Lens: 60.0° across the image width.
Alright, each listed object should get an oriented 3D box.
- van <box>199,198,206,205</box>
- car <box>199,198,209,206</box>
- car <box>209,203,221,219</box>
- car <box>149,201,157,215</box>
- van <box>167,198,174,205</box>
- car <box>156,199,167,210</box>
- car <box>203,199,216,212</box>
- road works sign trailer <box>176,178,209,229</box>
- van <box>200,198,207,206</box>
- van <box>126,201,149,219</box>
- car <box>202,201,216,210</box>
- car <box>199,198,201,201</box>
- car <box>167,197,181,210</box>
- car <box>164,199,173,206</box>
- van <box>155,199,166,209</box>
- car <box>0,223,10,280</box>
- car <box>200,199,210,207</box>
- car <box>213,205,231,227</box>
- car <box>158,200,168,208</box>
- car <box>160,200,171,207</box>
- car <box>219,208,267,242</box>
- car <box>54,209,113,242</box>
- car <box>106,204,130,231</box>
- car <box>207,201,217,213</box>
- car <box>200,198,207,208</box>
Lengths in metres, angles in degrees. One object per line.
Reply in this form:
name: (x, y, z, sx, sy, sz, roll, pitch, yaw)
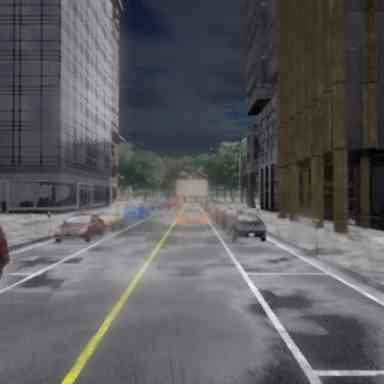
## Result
van: (2.788, 2.493, 88.300, 1.690, 1.788, 3.998, 0, -1, 0)
car: (2.784, 2.321, 77.427, 2.192, 1.841, 5.009, 0, -1, 0)
car: (2.770, 1.909, 28.490, 1.887, 1.381, 4.507, 0, -1, 0)
car: (-5.752, 2.055, 39.366, 2.008, 1.369, 4.403, 0, -1, 0)
van: (-5.737, 2.493, 88.303, 1.690, 1.788, 3.998, 0, -1, 0)
car: (-5.747, 2.283, 55.677, 1.947, 1.339, 4.313, 0, -1, 0)
car: (2.775, 2.103, 44.971, 1.752, 1.417, 4.829, 0, -1, 0)
road works sign trailer: (0.007, 0.774, 24.209, 2.380, 3.560, 2.880, 0, -1, 0)
van: (2.786, 2.420, 82.863, 1.690, 1.788, 3.998, 0, -1, 0)
van: (-5.753, 1.776, 33.932, 1.690, 1.788, 3.998, 0, -1, 0)
car: (2.779, 2.268, 55.675, 2.008, 1.369, 4.403, 0, -1, 0)
car: (2.782, 2.406, 66.549, 1.887, 1.381, 4.507, 0, -1, 0)
car: (-3.043, 1.954, 56.834, 2.150, 2.045, 5.566, 0, -1, 1)
car: (-5.739, 2.519, 82.864, 1.967, 1.590, 4.097, 0, -1, 0)
van: (-5.745, 2.130, 61.117, 1.690, 1.788, 3.998, 0, -1, 0)
car: (-5.762, 1.402, 6.747, 2.192, 1.841, 5.009, 0, -1, 0)
car: (2.783, 2.373, 71.988, 1.967, 1.590, 4.097, 0, -1, 0)
car: (2.769, 1.840, 23.053, 1.887, 1.381, 4.507, 0, -1, 0)
car: (-5.744, 2.384, 66.382, 1.752, 1.417, 4.829, 0, -1, 0)
car: (-5.742, 2.499, 71.989, 1.947, 1.339, 4.313, 0, -1, 0)
car: (2.767, 1.776, 17.615, 2.008, 1.369, 4.403, 0, -1, 0)
car: (-5.758, 1.807, 17.617, 1.802, 1.307, 4.206, 0, -1, 0)
car: (-5.756, 1.818, 22.886, 1.752, 1.417, 4.829, 0, -1, 0)
car: (2.772, 1.962, 34.097, 1.752, 1.417, 4.829, 0, -1, 0)
car: (2.776, 1.961, 50.241, 2.192, 1.841, 5.009, 0, -1, 0)
